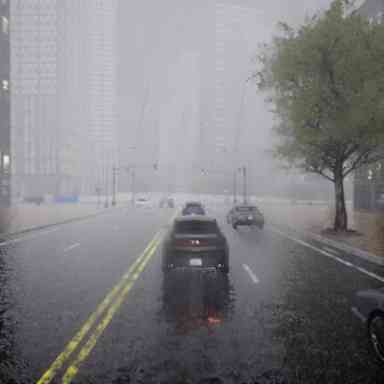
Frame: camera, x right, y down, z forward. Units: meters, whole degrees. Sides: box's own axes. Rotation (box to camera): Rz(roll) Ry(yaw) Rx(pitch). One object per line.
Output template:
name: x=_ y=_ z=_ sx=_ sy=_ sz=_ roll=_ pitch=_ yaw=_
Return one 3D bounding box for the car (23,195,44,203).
car: x=-28.199 y=1.284 z=60.298 sx=4.507 sy=1.381 sz=1.887 roll=0 pitch=0 yaw=1

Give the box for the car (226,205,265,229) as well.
car: x=3.344 y=1.525 z=21.484 sx=2.033 sy=1.411 sz=5.357 roll=0 pitch=0 yaw=0

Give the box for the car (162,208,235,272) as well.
car: x=0.098 y=1.497 z=10.722 sx=1.837 sy=1.490 sz=4.892 roll=0 pitch=0 yaw=0

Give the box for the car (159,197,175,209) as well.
car: x=-3.256 y=1.464 z=43.409 sx=2.128 sy=1.511 sz=4.902 roll=0 pitch=0 yaw=0

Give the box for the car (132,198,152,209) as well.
car: x=-6.506 y=1.508 z=43.409 sx=1.812 sy=1.442 sz=4.674 roll=0 pitch=0 yaw=0

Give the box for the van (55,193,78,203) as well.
van: x=-22.660 y=1.106 z=60.252 sx=3.998 sy=1.788 sz=1.690 roll=0 pitch=0 yaw=1

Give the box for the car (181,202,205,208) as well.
car: x=0.096 y=1.495 z=26.924 sx=1.812 sy=1.442 sz=4.674 roll=0 pitch=0 yaw=0

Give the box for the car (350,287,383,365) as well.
car: x=3.344 y=1.546 z=2.642 sx=2.033 sy=1.411 sz=5.357 roll=0 pitch=0 yaw=0
